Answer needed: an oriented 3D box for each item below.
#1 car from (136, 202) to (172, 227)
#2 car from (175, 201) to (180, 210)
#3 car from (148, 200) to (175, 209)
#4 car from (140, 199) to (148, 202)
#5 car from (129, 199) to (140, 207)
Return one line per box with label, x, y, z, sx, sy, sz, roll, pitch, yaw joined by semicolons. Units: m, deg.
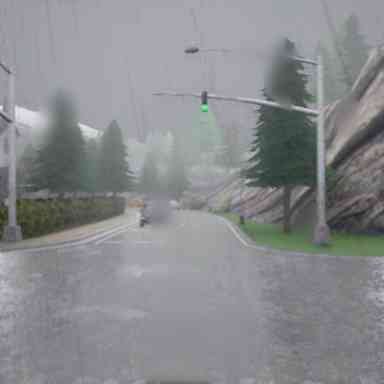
car;-2.771;1.744;25.223;1.837;1.490;4.892;-1;0;0
car;-3.169;1.977;49.768;1.812;1.442;4.674;0;-1;-21
car;-3.337;1.682;35.370;2.097;1.767;4.553;0;0;-8
car;-5.462;1.938;45.296;1.837;1.490;4.892;0;-1;-18
car;-9.781;2.088;61.784;1.882;1.535;5.008;0;-1;-42
